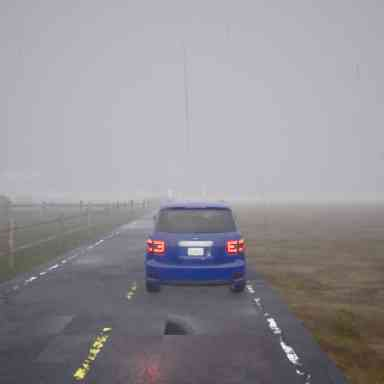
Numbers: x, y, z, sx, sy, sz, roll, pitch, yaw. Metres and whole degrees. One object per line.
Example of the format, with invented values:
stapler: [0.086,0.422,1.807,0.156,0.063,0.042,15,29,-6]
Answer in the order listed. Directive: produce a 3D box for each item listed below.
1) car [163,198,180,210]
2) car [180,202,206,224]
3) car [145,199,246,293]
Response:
car: [-2.796,1.618,45.792,1.994,1.385,4.181,0,0,0]
car: [0.066,1.543,26.162,1.812,1.442,4.674,0,0,0]
car: [0.077,1.226,9.021,2.150,2.045,5.566,0,0,0]
